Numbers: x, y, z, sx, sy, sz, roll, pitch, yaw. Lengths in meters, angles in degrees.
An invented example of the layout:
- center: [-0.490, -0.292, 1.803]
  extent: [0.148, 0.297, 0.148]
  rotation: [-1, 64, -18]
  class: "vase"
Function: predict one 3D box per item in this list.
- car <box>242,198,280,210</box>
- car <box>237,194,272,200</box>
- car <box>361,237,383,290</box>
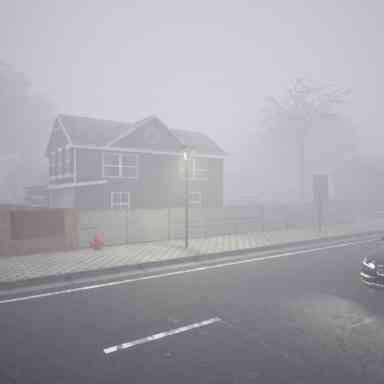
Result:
- center: [9.185, 1.541, 44.566]
  extent: [2.128, 1.511, 4.902]
  rotation: [0, 0, -35]
  class: "car"
- center: [7.801, 1.269, 41.442]
  extent: [2.150, 2.045, 5.566]
  rotation: [0, 0, -35]
  class: "car"
- center: [5.948, 1.506, 7.916]
  extent: [4.892, 1.490, 1.837]
  rotation: [1, 0, -35]
  class: "car"
